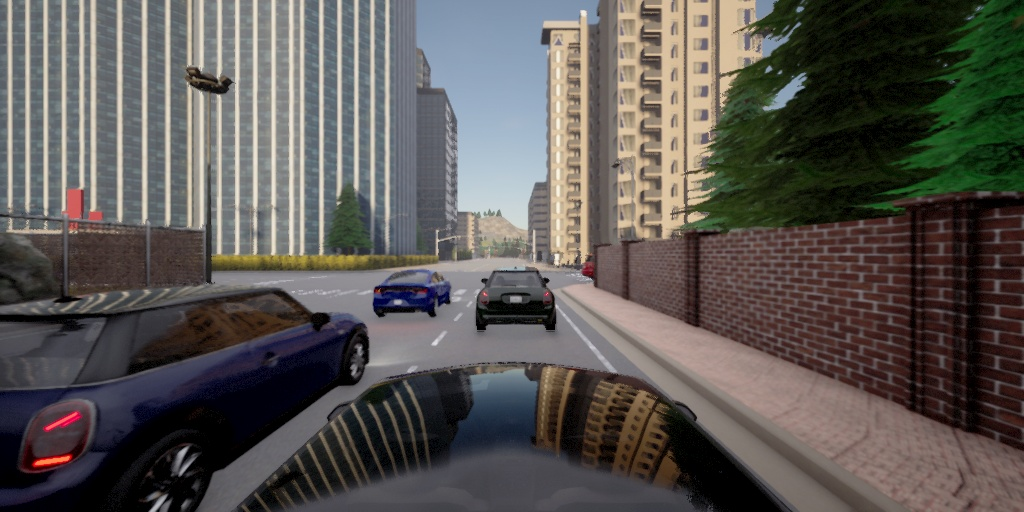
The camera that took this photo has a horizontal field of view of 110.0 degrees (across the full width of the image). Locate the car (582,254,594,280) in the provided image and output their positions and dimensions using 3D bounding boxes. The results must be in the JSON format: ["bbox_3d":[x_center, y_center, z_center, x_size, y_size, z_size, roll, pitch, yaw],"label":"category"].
[{"bbox_3d":[8.018,0.889,26.440,5.566,2.045,2.150,0,-1,-4],"label":"car"}]

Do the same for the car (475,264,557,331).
[{"bbox_3d":[0.100,1.092,11.054,2.097,1.767,4.553,0,0,0],"label":"car"}]

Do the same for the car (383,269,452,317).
[{"bbox_3d":[-3.416,1.215,13.144,1.882,1.535,5.008,0,0,-1],"label":"car"}]

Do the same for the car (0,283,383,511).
[{"bbox_3d":[-3.404,1.099,4.137,2.097,1.767,4.553,0,0,0],"label":"car"}]
